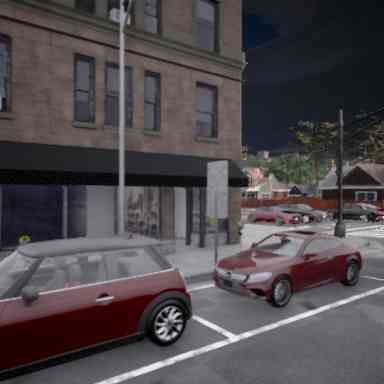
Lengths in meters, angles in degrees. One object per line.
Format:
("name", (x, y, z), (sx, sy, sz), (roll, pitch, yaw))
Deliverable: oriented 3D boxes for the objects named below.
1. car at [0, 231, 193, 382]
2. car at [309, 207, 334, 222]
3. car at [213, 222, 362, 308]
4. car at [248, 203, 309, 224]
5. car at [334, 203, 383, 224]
("car", (-2.061, 1.444, 4.718), (4.097, 1.590, 1.967), (0, 0, -36))
("car", (8.648, 1.685, 27.258), (1.837, 1.490, 4.892), (0, 0, -35))
("car", (2.431, 1.605, 7.923), (4.206, 1.307, 1.802), (0, 0, -36))
("car", (6.227, 1.731, 25.054), (1.994, 1.385, 4.181), (0, 0, -35))
("car", (13.060, 1.679, 27.009), (1.837, 1.490, 4.892), (1, -1, -34))
